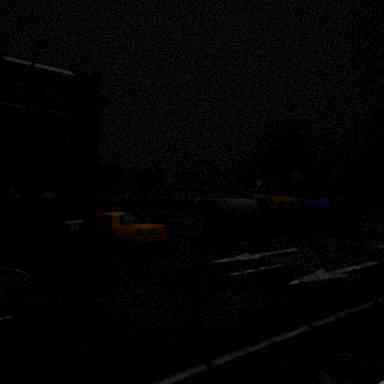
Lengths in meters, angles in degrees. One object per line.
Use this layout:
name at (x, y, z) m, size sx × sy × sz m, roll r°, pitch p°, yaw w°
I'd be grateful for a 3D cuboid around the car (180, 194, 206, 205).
car at (0.292, 1.592, 66.801) m, size 2.435 × 2.045 × 5.566 m, roll 1°, pitch -2°, yaw 35°

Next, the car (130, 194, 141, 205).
car at (-5.637, 1.246, 45.667) m, size 2.231 × 1.521 × 4.892 m, roll 0°, pitch -1°, yaw 35°

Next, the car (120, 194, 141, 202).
car at (-16.905, 1.599, 91.685) m, size 2.435 × 2.045 × 5.566 m, roll 1°, pitch -2°, yaw 35°

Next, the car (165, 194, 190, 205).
car at (-3.115, 1.596, 71.817) m, size 2.435 × 2.045 × 5.566 m, roll 1°, pitch -2°, yaw 35°

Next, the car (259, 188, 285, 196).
car at (14.150, 0.068, 59.091) m, size 1.882 × 1.535 × 5.008 m, roll 2°, pitch 2°, yaw -34°

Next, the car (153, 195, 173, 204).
car at (-6.601, 1.721, 76.732) m, size 2.185 × 1.767 × 4.553 m, roll 1°, pitch -2°, yaw 35°

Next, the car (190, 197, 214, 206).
car at (2.011, 1.844, 64.334) m, size 2.231 × 1.521 × 4.892 m, roll 1°, pitch -2°, yaw 35°

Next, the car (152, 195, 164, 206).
car at (-2.284, 1.117, 40.788) m, size 2.185 × 1.767 × 4.553 m, roll 0°, pitch -1°, yaw 35°

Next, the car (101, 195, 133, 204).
car at (-12.386, 1.248, 55.401) m, size 2.097 × 1.535 × 5.008 m, roll 1°, pitch -1°, yaw 35°

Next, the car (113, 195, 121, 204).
car at (-9.005, 1.246, 50.531) m, size 2.097 × 1.535 × 5.008 m, roll 0°, pitch -1°, yaw 36°

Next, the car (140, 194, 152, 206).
car at (-3.853, 1.245, 43.396) m, size 1.946 × 1.575 × 5.366 m, roll 0°, pitch -1°, yaw 35°

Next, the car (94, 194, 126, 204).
car at (-14.170, 1.242, 57.674) m, size 1.946 × 1.575 × 5.366 m, roll 1°, pitch -1°, yaw 35°

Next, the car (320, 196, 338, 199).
car at (17.549, 1.586, 42.021) m, size 2.435 × 2.045 × 5.566 m, roll 1°, pitch -2°, yaw 35°

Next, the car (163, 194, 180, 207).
car at (-0.584, 1.243, 38.376) m, size 2.231 × 1.521 × 4.892 m, roll 0°, pitch -1°, yaw 35°

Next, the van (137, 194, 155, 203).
van at (-11.681, 1.628, 84.305) m, size 1.878 × 1.987 × 4.442 m, roll 1°, pitch -2°, yaw 35°

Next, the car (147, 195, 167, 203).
car at (-8.334, 1.721, 79.216) m, size 2.185 × 1.767 × 4.553 m, roll 1°, pitch -2°, yaw 35°

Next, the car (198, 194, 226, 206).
car at (3.778, 1.593, 61.884) m, size 2.435 × 2.045 × 5.566 m, roll 1°, pitch -2°, yaw 35°

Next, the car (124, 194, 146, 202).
car at (-15.194, 1.597, 89.147) m, size 2.435 × 2.045 × 5.566 m, roll 2°, pitch -2°, yaw 35°

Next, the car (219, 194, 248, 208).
car at (7.192, 1.589, 56.867) m, size 2.435 × 2.045 × 5.566 m, roll 1°, pitch -2°, yaw 35°

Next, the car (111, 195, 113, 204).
car at (-10.798, 1.241, 52.812) m, size 1.946 × 1.575 × 5.366 m, roll 1°, pitch -1°, yaw 35°

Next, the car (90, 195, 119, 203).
car at (-15.748, 1.280, 60.287) m, size 2.163 × 1.488 × 4.792 m, roll 0°, pitch -1°, yaw 35°

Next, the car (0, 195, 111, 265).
car at (-5.817, 1.216, 11.799) m, size 5.566 × 2.045 × 2.435 m, roll -1°, pitch -1°, yaw 35°

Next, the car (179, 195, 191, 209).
car at (1.105, 1.281, 35.948) m, size 2.002 × 1.452 × 4.674 m, roll 1°, pitch -1°, yaw 35°

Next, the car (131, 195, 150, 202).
car at (-13.446, 1.725, 86.710) m, size 2.185 × 1.767 × 4.553 m, roll 2°, pitch -2°, yaw 35°

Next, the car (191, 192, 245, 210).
car at (2.788, 0.989, 33.494) m, size 2.435 × 2.045 × 5.566 m, roll 1°, pitch -1°, yaw 35°

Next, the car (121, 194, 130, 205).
car at (-7.337, 1.275, 48.078) m, size 2.163 × 1.488 × 4.792 m, roll 1°, pitch -1°, yaw 35°

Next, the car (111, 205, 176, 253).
car at (-3.475, 1.466, 13.638) m, size 5.366 × 1.575 × 1.946 m, roll -1°, pitch -1°, yaw 35°
